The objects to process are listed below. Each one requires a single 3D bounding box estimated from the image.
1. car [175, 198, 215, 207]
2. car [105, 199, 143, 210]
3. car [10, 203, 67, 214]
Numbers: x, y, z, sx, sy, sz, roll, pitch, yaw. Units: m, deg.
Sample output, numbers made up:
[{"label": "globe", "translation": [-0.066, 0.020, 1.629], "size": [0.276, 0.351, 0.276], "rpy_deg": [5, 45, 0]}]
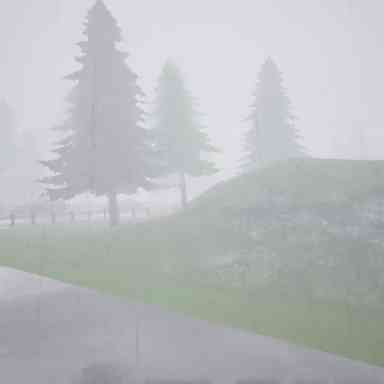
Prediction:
[{"label": "car", "translation": [0.484, 1.462, 43.639], "size": [5.357, 1.411, 2.033], "rpy_deg": [0, 0, -35]}, {"label": "car", "translation": [-7.571, 1.466, 37.357], "size": [4.181, 1.385, 1.994], "rpy_deg": [0, 0, -40]}, {"label": "car", "translation": [-14.201, 1.386, 31.023], "size": [2.128, 1.511, 4.902], "rpy_deg": [0, 0, 44]}]
